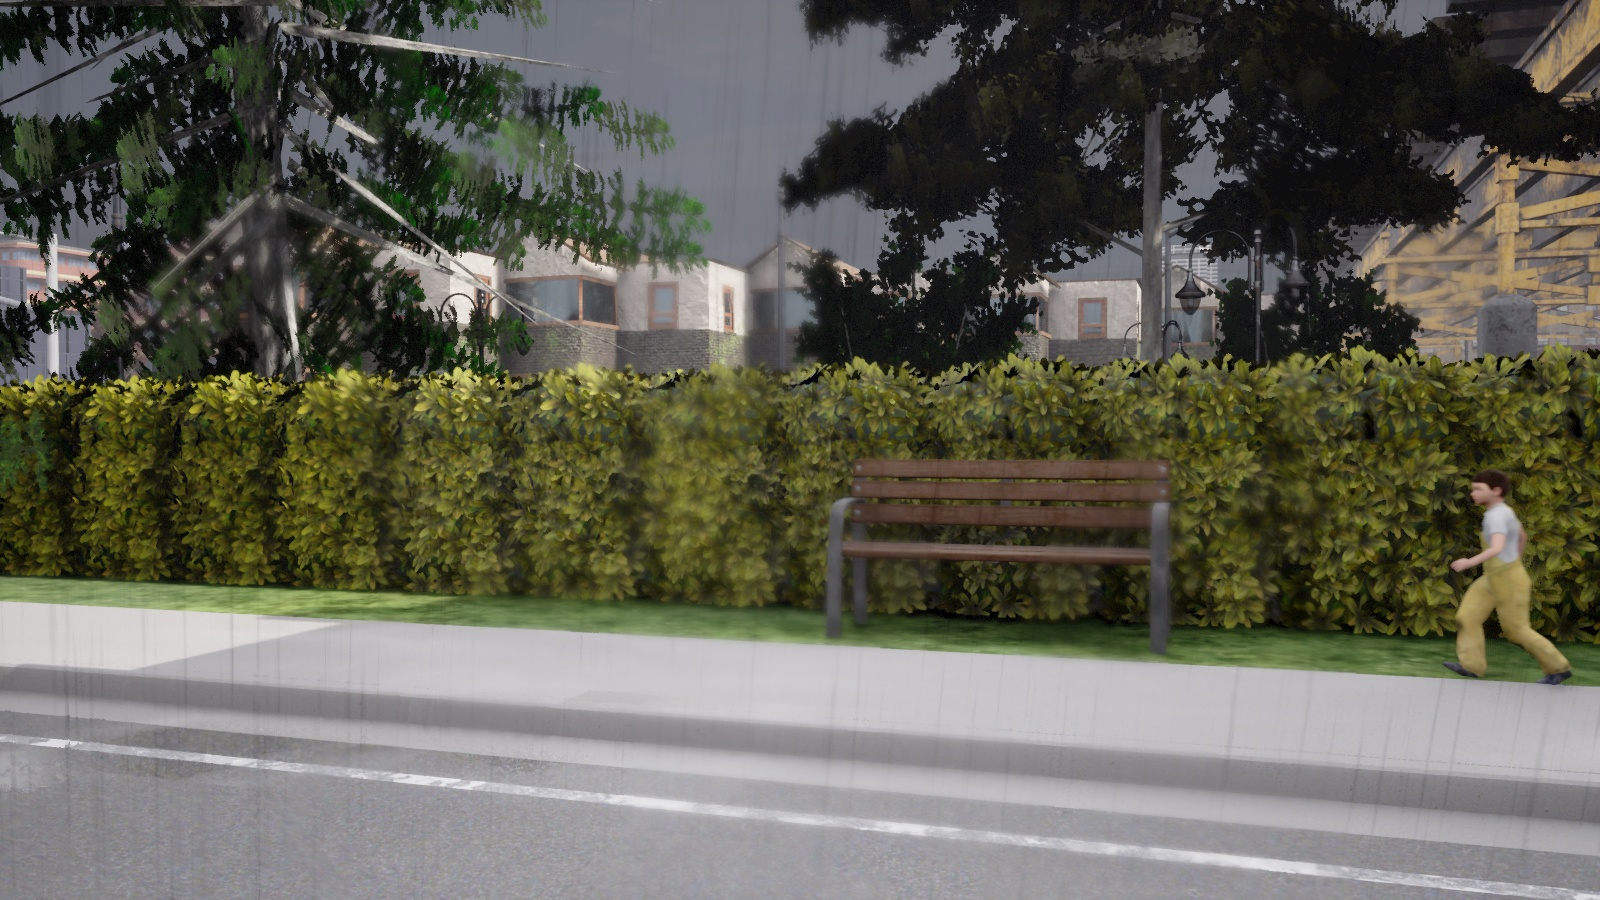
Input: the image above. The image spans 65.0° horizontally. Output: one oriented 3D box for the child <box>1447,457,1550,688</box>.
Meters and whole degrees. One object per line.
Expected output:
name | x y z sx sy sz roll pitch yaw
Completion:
child | 3.930 0.673 7.076 0.437 1.263 0.270 0 1 14
